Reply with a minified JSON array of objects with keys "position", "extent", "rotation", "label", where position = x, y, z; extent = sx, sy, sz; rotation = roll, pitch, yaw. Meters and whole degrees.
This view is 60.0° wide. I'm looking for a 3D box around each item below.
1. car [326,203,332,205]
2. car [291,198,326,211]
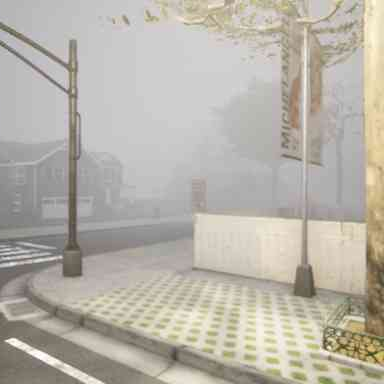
[{"position":[21.026,2.318,51.641],"extent":[1.994,1.385,4.181],"rotation":[0,0,34],"label":"car"},{"position":[15.062,1.848,42.805],"extent":[2.150,2.045,5.566],"rotation":[0,-1,35],"label":"car"}]
